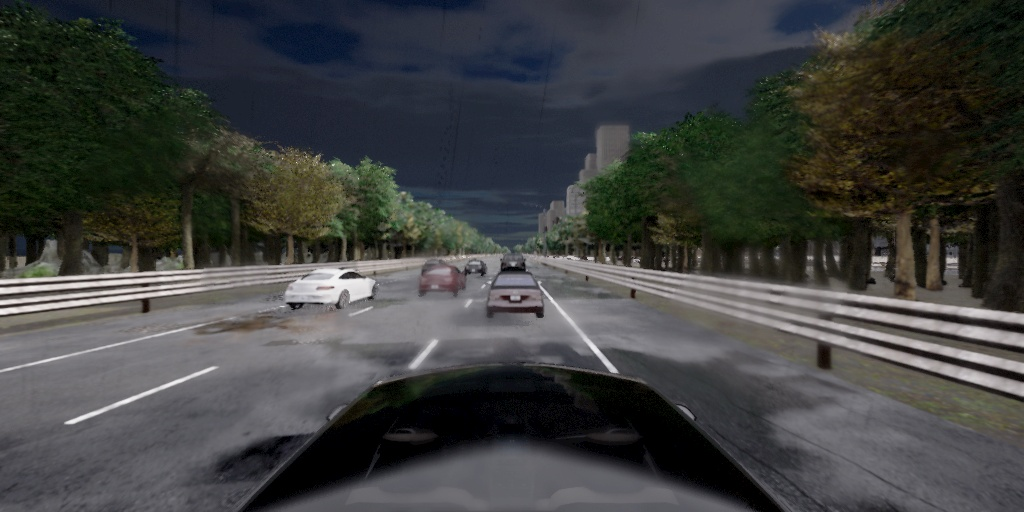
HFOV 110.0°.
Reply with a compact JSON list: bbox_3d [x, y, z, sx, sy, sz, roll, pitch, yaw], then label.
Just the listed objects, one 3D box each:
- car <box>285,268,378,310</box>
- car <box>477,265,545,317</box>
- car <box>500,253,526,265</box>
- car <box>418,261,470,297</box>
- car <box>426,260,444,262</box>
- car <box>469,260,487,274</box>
[{"bbox_3d":[-6.904,1.203,14.137,1.812,1.442,4.674,0,0,0],"label":"car"},{"bbox_3d":[0.098,1.233,12.790,2.033,1.411,5.357,0,0,0],"label":"car"},{"bbox_3d":[0.098,0.787,31.820,2.150,2.045,5.566,0,0,0],"label":"car"},{"bbox_3d":[-3.417,1.178,18.137,1.812,1.442,4.674,0,0,0],"label":"car"},{"bbox_3d":[-6.902,1.063,32.832,1.837,1.490,4.892,0,0,0],"label":"car"},{"bbox_3d":[-3.401,1.077,33.860,1.812,1.442,4.674,0,0,0],"label":"car"}]
